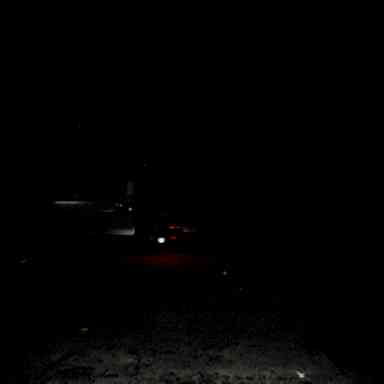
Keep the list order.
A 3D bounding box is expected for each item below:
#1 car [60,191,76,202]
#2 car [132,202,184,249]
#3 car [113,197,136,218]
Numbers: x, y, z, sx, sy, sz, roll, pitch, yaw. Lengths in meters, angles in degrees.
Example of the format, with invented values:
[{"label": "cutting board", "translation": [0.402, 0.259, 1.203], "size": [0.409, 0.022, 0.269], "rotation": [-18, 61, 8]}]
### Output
[{"label": "car", "translation": [-18.504, 0.604, 49.499], "size": [1.837, 1.490, 4.892], "rotation": [0, 1, -25]}, {"label": "car", "translation": [-1.524, 1.430, 14.314], "size": [1.837, 1.490, 4.892], "rotation": [0, 1, -10]}, {"label": "car", "translation": [-5.920, 1.171, 29.680], "size": [1.812, 1.442, 4.674], "rotation": [0, 1, -21]}]
